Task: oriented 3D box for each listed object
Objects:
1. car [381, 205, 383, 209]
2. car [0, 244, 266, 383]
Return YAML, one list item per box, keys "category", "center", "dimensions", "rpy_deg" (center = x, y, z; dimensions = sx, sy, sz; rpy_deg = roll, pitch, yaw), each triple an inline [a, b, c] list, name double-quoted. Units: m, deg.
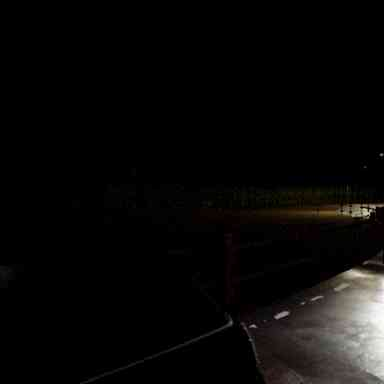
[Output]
- category: "car"
  center: [23.009, 1.942, 37.943]
  dimensions: [1.994, 1.385, 4.181]
  rpy_deg: [-1, -1, 15]
- category: "car"
  center: [-1.607, 1.367, 2.210]
  dimensions: [4.553, 1.767, 2.097]
  rpy_deg: [0, 0, -38]
